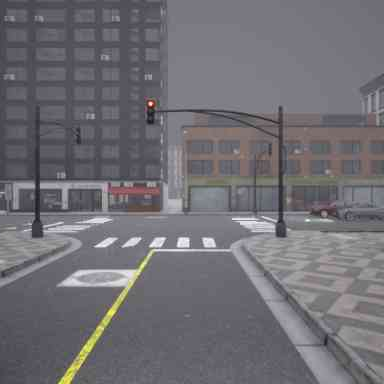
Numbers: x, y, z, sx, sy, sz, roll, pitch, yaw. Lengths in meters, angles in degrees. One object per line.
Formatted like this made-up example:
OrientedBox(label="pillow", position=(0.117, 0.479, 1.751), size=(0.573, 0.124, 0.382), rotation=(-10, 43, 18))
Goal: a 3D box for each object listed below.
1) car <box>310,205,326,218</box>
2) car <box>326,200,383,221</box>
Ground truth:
OrientedBox(label="car", position=(13.161, 1.490, 29.862), size=(5.008, 1.535, 1.882), rotation=(0, 0, 1))
OrientedBox(label="car", position=(13.415, 1.549, 26.608), size=(4.181, 1.385, 1.994), rotation=(0, 0, 0))
